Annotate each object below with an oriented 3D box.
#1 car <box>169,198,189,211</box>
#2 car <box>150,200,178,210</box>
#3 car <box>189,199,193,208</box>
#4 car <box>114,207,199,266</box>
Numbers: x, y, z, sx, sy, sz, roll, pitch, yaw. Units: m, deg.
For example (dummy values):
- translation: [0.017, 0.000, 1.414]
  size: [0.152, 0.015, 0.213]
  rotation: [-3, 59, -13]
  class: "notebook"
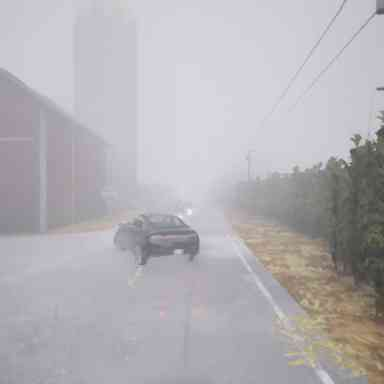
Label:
- translation: [-1.883, 1.455, 37.097]
  size: [2.097, 1.767, 4.553]
  rotation: [0, 0, 4]
  class: "car"
- translation: [-2.576, 1.601, 26.993]
  size: [1.812, 1.442, 4.674]
  rotation: [0, 0, 5]
  class: "car"
- translation: [-0.912, 1.741, 50.544]
  size: [1.895, 1.301, 4.718]
  rotation: [0, 0, 4]
  class: "car"
- translation: [-1.424, 1.525, 11.875]
  size: [2.128, 1.511, 4.902]
  rotation: [0, 0, -25]
  class: "car"
